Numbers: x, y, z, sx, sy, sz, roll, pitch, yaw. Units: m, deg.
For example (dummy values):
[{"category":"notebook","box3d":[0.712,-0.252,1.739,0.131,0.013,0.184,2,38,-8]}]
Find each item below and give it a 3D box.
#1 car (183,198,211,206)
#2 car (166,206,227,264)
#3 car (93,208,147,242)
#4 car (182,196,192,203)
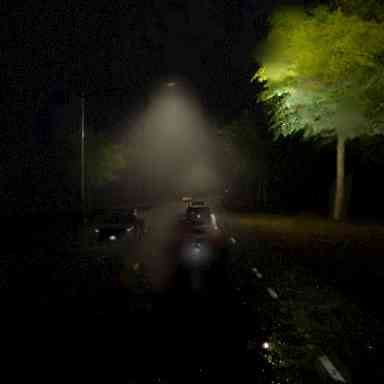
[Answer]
[{"category":"car","box3d":[0.529,1.494,27.120,1.837,1.490,4.892,0,0,2]},{"category":"car","box3d":[0.177,1.486,11.869,2.128,1.511,4.902,0,0,1]},{"category":"car","box3d":[-3.367,1.537,16.609,2.033,1.411,5.357,0,0,-1]},{"category":"car","box3d":[-0.914,1.509,67.284,1.882,1.535,5.008,0,0,4]}]
